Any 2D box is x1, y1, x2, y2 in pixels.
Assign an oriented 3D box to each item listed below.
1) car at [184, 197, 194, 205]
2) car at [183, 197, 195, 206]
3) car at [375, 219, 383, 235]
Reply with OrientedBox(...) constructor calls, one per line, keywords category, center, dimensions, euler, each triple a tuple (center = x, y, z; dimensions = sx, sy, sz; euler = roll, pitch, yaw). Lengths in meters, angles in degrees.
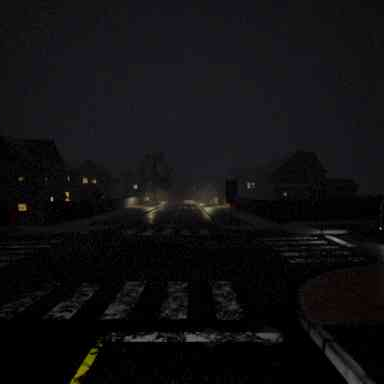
OrientedBox(category="car", center=(-0.686, 1.748, 66.862), dimensions=(1.882, 1.535, 5.008), euler=(0, -1, -2))
OrientedBox(category="car", center=(-0.529, 1.713, 56.834), dimensions=(1.812, 1.442, 4.674), euler=(0, 0, -1))
OrientedBox(category="car", center=(10.586, 1.283, 14.424), dimensions=(4.892, 1.490, 1.837), euler=(-1, 2, -1))
